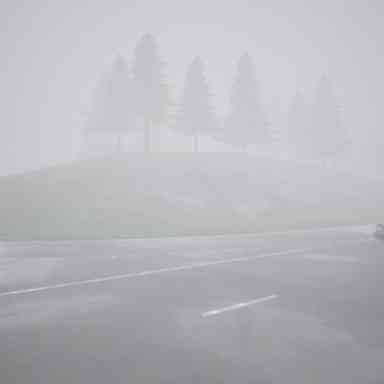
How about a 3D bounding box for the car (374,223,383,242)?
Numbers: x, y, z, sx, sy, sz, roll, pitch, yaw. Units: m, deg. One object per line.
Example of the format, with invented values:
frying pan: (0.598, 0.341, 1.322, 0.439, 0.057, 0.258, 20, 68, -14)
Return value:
car: (10.651, 1.713, 15.644, 5.357, 1.411, 2.033, 1, 0, -36)
